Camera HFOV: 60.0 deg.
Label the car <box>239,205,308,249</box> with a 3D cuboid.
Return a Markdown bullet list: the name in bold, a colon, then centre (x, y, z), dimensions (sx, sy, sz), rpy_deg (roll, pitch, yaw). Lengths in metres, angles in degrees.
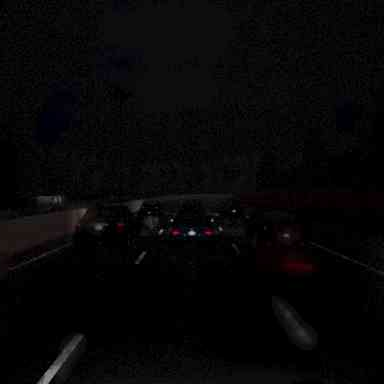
- **car**: centre (3.500, 1.482, 14.650), dimensions (1.882, 1.535, 5.008), rpy_deg (0, 0, 0)

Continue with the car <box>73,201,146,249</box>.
- **car**: centre (-3.500, 1.363, 14.620), dimensions (2.097, 1.767, 4.553), rpy_deg (0, 0, 0)

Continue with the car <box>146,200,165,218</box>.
- **car**: centre (-3.500, 1.492, 29.650), dimensions (2.128, 1.511, 4.902), rpy_deg (0, 0, 0)

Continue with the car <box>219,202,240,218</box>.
- **car**: centre (3.500, 1.570, 29.650), dimensions (1.994, 1.385, 4.181), rpy_deg (0, 0, 0)

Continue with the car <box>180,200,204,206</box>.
- **car**: centre (0.000, 1.514, 29.650), dimensions (1.837, 1.490, 4.892), rpy_deg (0, 0, 0)

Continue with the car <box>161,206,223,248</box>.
- **car**: centre (0.000, 1.560, 14.650), dimensions (2.033, 1.411, 5.357), rpy_deg (0, 0, 0)

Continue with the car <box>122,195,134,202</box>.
- **car**: centre (-14.000, 1.479, 72.939), dimensions (1.837, 1.490, 4.892), rpy_deg (0, 0, 0)
